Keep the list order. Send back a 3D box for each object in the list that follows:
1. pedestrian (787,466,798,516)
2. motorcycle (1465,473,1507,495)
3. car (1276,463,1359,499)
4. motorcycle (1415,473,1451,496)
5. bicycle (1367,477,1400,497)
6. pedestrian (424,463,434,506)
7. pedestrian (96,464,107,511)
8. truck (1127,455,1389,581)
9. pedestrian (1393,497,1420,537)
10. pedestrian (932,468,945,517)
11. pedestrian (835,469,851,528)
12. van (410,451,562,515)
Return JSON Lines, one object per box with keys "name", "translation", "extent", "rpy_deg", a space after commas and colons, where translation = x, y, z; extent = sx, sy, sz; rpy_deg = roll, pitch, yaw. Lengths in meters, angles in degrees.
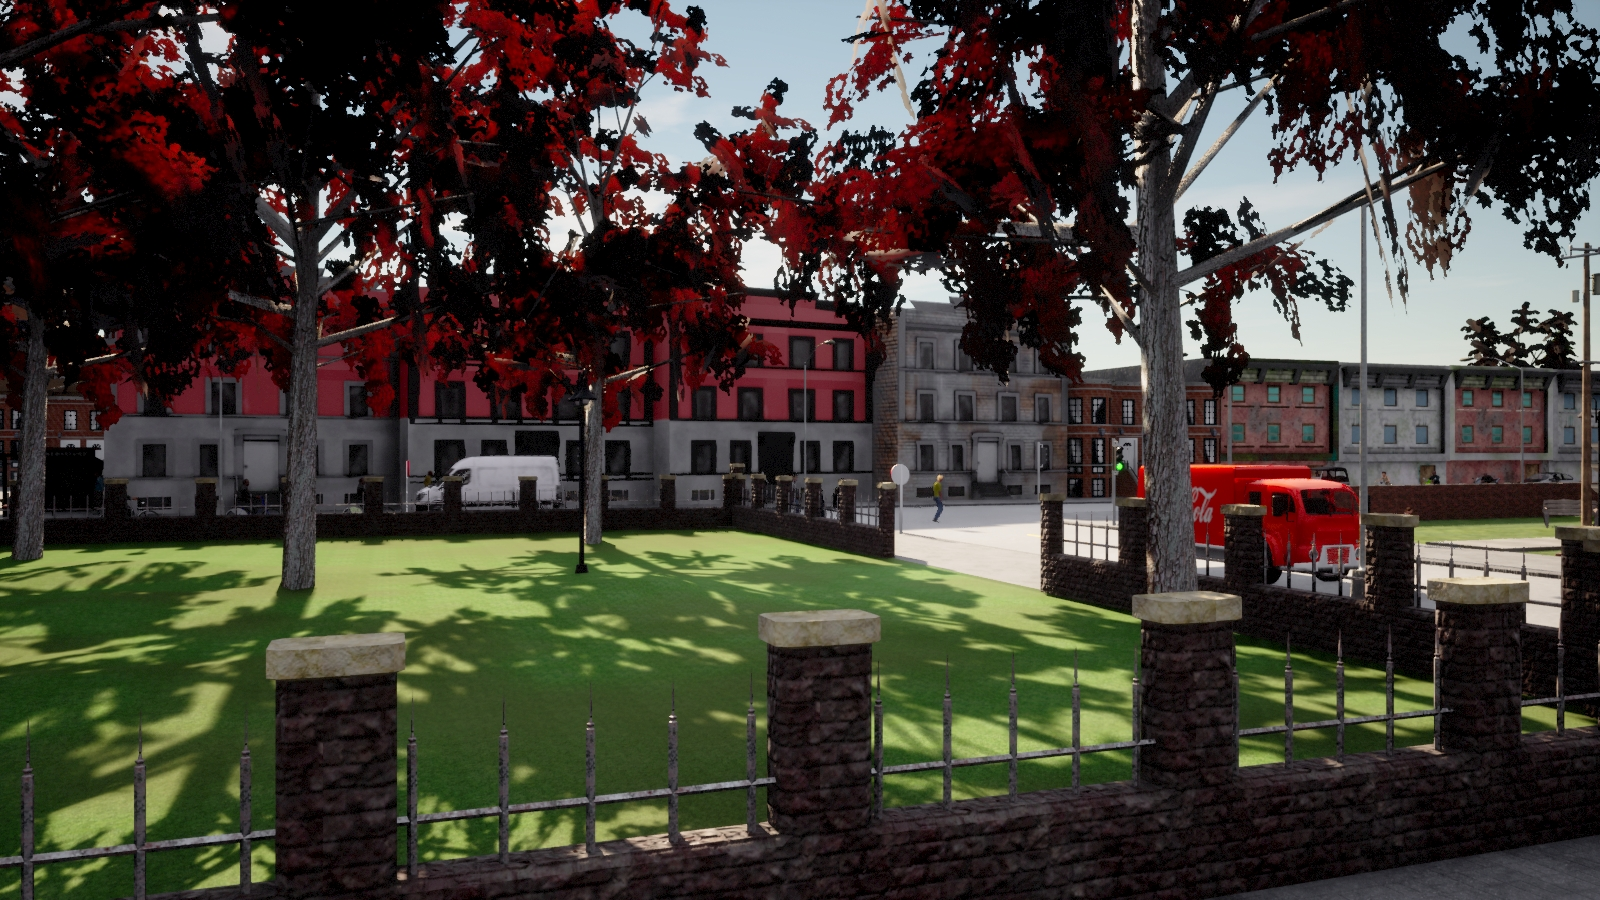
{"name": "pedestrian", "translation": [-0.277, 1.526, 42.870], "extent": [0.375, 1.860, 0.375], "rpy_deg": [0, 0, 10]}
{"name": "motorcycle", "translation": [39.853, 1.985, 66.375], "extent": [2.209, 1.251, 0.867], "rpy_deg": [0, 0, -20]}
{"name": "car", "translation": [28.140, 1.638, 62.162], "extent": [3.866, 1.878, 1.905], "rpy_deg": [0, 0, -20]}
{"name": "motorcycle", "translation": [36.002, 1.962, 64.979], "extent": [1.805, 1.236, 0.856], "rpy_deg": [0, 0, -20]}
{"name": "bicycle", "translation": [32.543, 2.036, 63.766], "extent": [1.487, 1.080, 0.859], "rpy_deg": [0, 0, -20]}
{"name": "pedestrian", "translation": [-16.295, 1.524, 50.188], "extent": [0.375, 1.860, 0.375], "rpy_deg": [0, 0, -29]}
{"name": "pedestrian", "translation": [-28.402, 1.522, 46.462], "extent": [0.375, 1.860, 0.375], "rpy_deg": [0, 0, -30]}
{"name": "truck", "translation": [9.964, 1.348, 25.442], "extent": [2.627, 2.467, 5.204], "rpy_deg": [0, 0, -20]}
{"name": "pedestrian", "translation": [17.258, 1.904, 32.514], "extent": [0.500, 1.100, 0.500], "rpy_deg": [0, 0, -23]}
{"name": "pedestrian", "translation": [5.282, 1.628, 43.694], "extent": [0.375, 1.860, 0.375], "rpy_deg": [0, 0, -16]}
{"name": "pedestrian", "translation": [1.354, 1.525, 36.131], "extent": [0.375, 1.860, 0.375], "rpy_deg": [0, 0, -22]}
{"name": "van", "translation": [-13.012, 1.314, 47.378], "extent": [5.915, 2.561, 1.988], "rpy_deg": [0, 0, -20]}
